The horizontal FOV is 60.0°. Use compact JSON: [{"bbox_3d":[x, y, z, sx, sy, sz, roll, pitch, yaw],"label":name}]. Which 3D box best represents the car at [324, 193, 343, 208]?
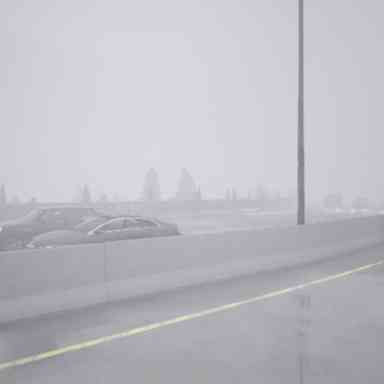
[{"bbox_3d":[20.495,1.207,48.082,2.150,2.045,5.566,0,0,27],"label":"car"}]

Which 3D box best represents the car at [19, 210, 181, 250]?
[{"bbox_3d":[-2.648,1.490,10.830,4.902,1.511,2.128,0,0,-37],"label":"car"}]

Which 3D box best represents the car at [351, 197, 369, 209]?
[{"bbox_3d":[22.611,1.488,44.689,1.837,1.490,4.892,0,1,29],"label":"car"}]

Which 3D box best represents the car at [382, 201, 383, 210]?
[{"bbox_3d":[24.656,1.511,41.161,1.812,1.442,4.674,0,0,29],"label":"car"}]

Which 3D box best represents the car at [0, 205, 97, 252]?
[{"bbox_3d":[-5.607,1.351,13.001,4.553,1.767,2.097,0,0,-37],"label":"car"}]

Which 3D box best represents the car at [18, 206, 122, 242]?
[{"bbox_3d":[-6.104,1.524,16.958,4.674,1.442,1.812,0,0,-37],"label":"car"}]
